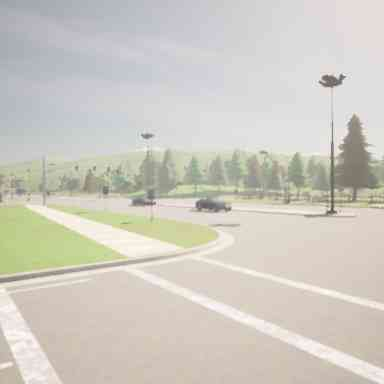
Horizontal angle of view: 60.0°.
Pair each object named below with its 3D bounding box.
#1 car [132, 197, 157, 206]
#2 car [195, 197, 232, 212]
[{"bbox_3d":[-7.182,1.378,49.665,2.033,1.411,5.357,-1,0,-35],"label":"car"},{"bbox_3d":[2.287,1.324,35.928,2.128,1.511,4.902,-1,0,-35],"label":"car"}]
